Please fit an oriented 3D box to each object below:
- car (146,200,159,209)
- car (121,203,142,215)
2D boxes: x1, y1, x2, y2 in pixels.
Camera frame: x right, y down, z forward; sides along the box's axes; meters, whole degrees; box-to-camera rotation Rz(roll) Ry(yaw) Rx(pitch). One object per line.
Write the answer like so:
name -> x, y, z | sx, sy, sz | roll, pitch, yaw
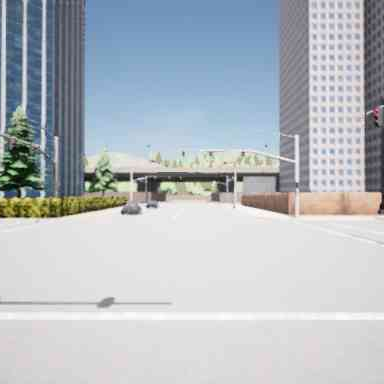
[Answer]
car -> -6.960, 2.203, 59.233 | 2.033, 1.411, 5.357 | 0, -1, 0
car -> -7.059, 1.998, 39.139 | 1.994, 1.385, 4.181 | 0, -1, 0
